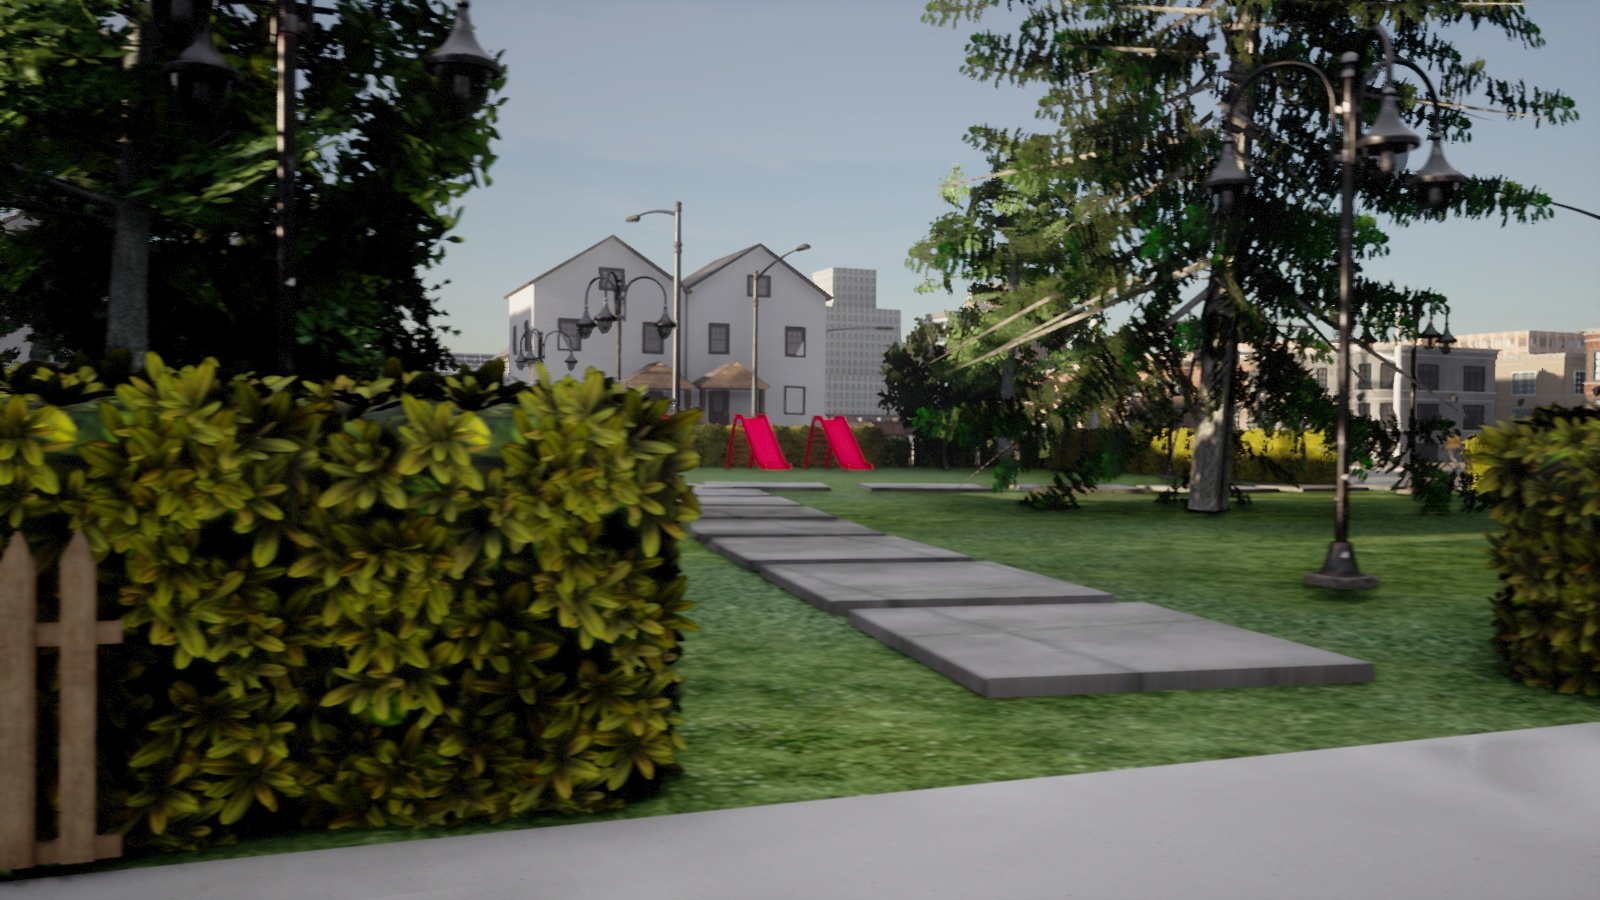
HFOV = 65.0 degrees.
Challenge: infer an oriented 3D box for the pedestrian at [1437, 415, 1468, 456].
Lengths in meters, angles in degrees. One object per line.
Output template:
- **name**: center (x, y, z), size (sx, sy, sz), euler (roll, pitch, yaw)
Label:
- **pedestrian**: center (29.735, -0.664, 57.205), size (0.874, 1.855, 0.900), euler (-1, 1, -22)
